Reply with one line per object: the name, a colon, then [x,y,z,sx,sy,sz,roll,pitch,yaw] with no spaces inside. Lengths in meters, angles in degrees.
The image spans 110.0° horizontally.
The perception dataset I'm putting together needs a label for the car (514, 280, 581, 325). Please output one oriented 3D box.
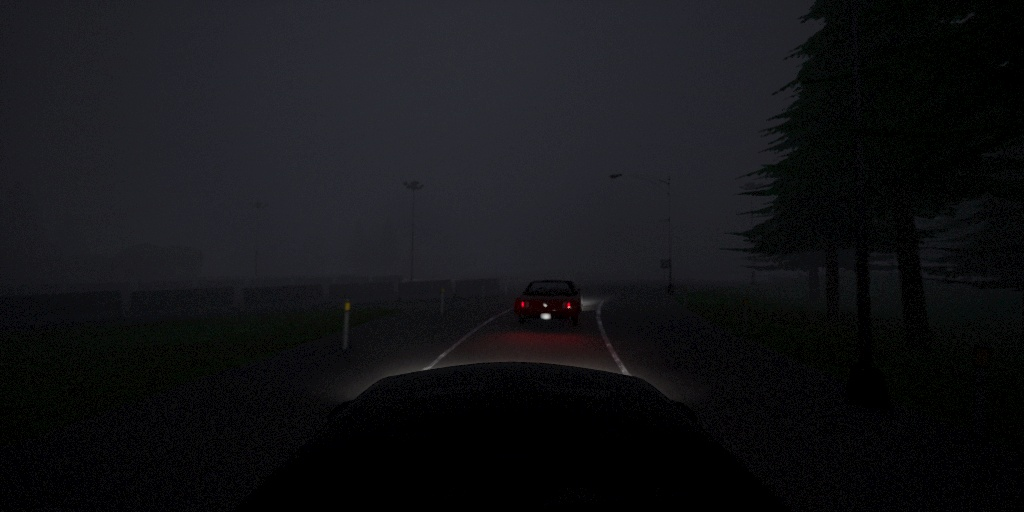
car: [1.422,1.478,12.344,1.895,1.301,4.718,0,-1,12]
